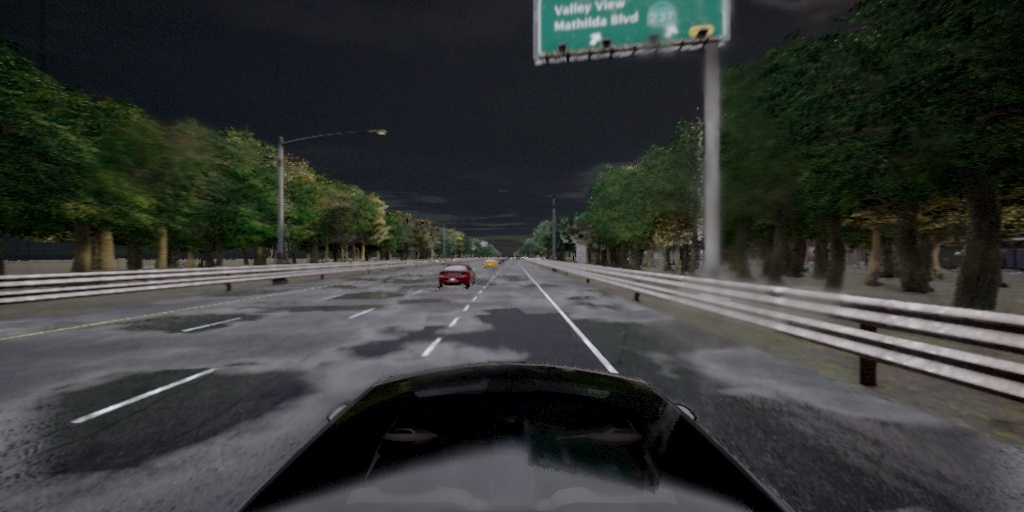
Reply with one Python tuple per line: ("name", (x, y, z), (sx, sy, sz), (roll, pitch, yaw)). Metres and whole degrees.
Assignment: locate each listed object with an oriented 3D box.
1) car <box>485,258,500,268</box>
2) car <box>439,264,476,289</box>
("car", (-3.487, 1.254, 59.614), (1.882, 1.535, 5.008), (0, 0, 0))
("car", (-3.498, 1.235, 23.518), (1.882, 1.535, 5.008), (0, 0, 0))
